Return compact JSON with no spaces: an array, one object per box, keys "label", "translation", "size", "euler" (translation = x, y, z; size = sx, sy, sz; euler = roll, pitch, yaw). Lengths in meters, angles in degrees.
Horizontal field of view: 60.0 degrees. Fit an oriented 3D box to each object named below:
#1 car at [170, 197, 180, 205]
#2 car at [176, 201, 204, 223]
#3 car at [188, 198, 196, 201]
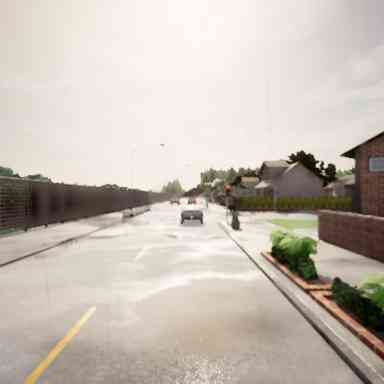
[{"label":"car","translation":[-4.008,2.108,79.093],"size":[2.150,2.045,5.566],"euler":[0,-1,0]},{"label":"car","translation":[0.017,1.812,28.486],"size":[2.128,1.511,4.902],"euler":[0,0,0]},{"label":"car","translation":[-0.008,2.154,81.209],"size":[2.097,1.767,4.553],"euler":[0,-1,0]}]
